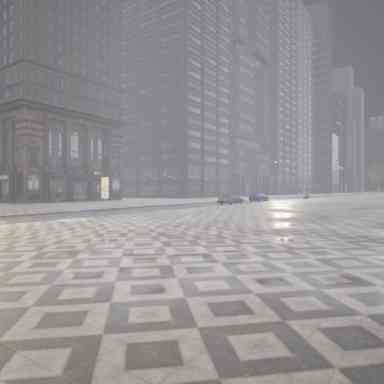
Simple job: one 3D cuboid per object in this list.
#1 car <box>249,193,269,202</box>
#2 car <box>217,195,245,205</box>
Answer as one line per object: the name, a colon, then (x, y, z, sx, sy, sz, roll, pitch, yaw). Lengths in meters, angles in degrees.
car: (11.160, 0.906, 55.108, 1.882, 1.535, 5.008, 0, 1, 35)
car: (5.544, 1.064, 47.133, 2.033, 1.411, 5.357, 0, 1, 36)
